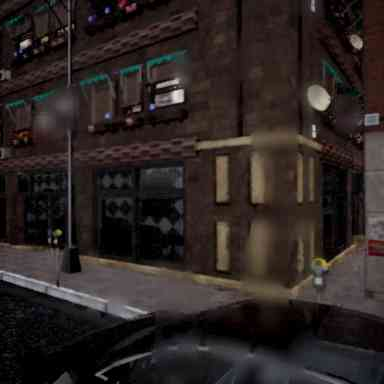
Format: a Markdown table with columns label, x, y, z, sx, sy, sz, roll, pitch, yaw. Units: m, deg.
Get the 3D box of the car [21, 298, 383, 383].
| label | x | y | z | sx | sy | sz | roll | pitch | yaw |
| --- | --- | --- | --- | --- | --- | --- | --- | --- | --- |
| car | 0.472 | 1.565 | 2.547 | 4.313 | 1.339 | 1.947 | 0 | 0 | 35 |
